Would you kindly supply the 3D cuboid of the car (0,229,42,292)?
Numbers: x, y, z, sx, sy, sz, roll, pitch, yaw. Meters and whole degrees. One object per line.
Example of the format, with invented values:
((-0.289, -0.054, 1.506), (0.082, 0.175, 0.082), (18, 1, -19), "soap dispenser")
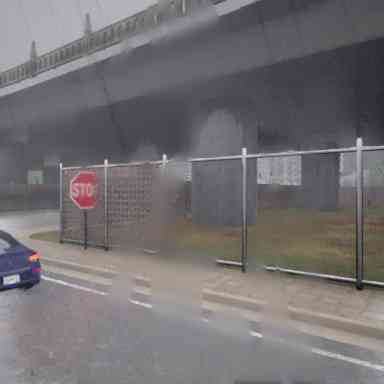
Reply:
((-5.335, 1.526, 7.720), (4.674, 1.442, 1.812), (0, 0, 35), "car")
